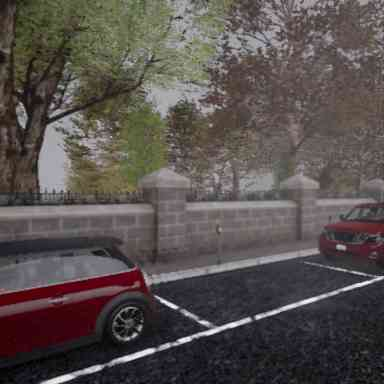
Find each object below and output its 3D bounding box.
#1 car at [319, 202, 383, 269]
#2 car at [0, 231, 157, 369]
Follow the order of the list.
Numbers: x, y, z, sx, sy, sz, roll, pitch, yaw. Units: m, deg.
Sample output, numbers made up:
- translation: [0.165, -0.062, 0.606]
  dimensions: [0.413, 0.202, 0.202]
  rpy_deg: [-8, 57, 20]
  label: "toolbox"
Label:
- translation: [6.378, 1.281, 11.104]
  dimensions: [5.009, 1.841, 2.192]
  rpy_deg: [0, 0, -35]
  label: "car"
- translation: [-2.640, 1.439, 4.672]
  dimensions: [4.097, 1.590, 1.967]
  rpy_deg: [0, 0, -35]
  label: "car"
